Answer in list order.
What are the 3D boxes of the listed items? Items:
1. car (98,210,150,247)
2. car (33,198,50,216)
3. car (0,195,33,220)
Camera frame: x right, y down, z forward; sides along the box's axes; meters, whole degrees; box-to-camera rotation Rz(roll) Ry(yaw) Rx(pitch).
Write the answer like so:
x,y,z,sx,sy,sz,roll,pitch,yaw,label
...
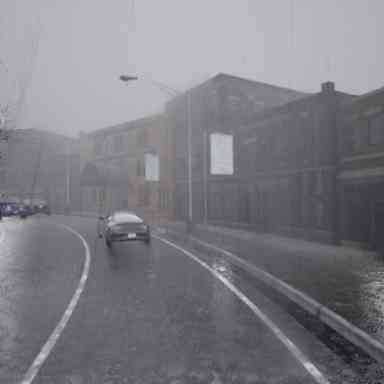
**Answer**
x,y,z,sx,sy,sz,roll,pitch,yaw,label
-3.183,1.554,15.234,1.812,1.442,4.674,0,0,-21,car
-15.945,1.419,32.939,4.553,1.767,2.097,0,0,41,car
-16.076,1.266,28.603,5.566,2.045,2.150,0,0,44,car
